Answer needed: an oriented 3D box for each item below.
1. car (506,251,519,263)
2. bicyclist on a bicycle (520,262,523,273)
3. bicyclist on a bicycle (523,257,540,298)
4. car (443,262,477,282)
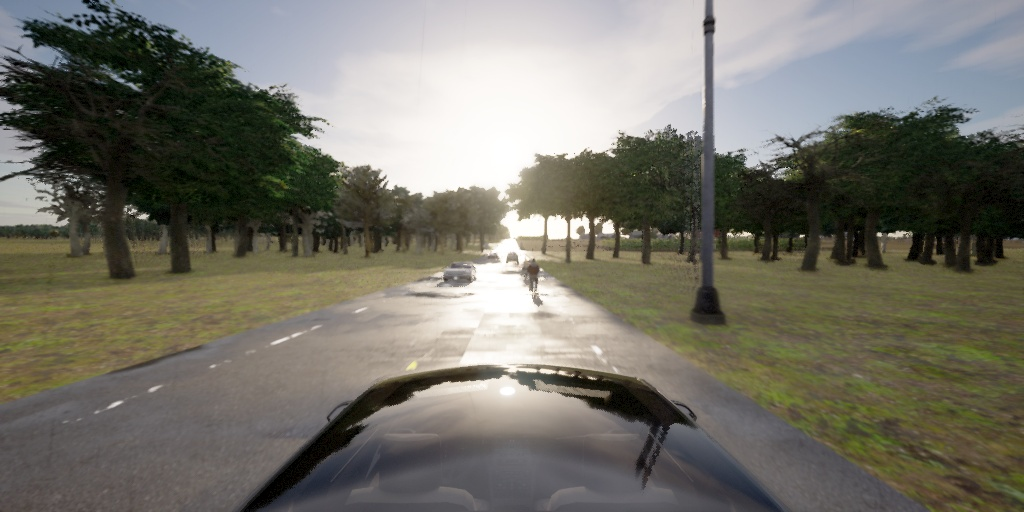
[{"bbox_3d":[0.078,0.245,54.938,2.128,1.511,4.902,0,2,0],"label":"car"},{"bbox_3d":[0.979,0.898,26.151,0.866,1.612,1.509,0,1,0],"label":"bicyclist on a bicycle"},{"bbox_3d":[0.964,0.960,16.104,0.659,1.776,1.843,0,1,0],"label":"bicyclist on a bicycle"},{"bbox_3d":[-3.589,1.075,25.241,1.895,1.301,4.718,0,1,0],"label":"car"}]
